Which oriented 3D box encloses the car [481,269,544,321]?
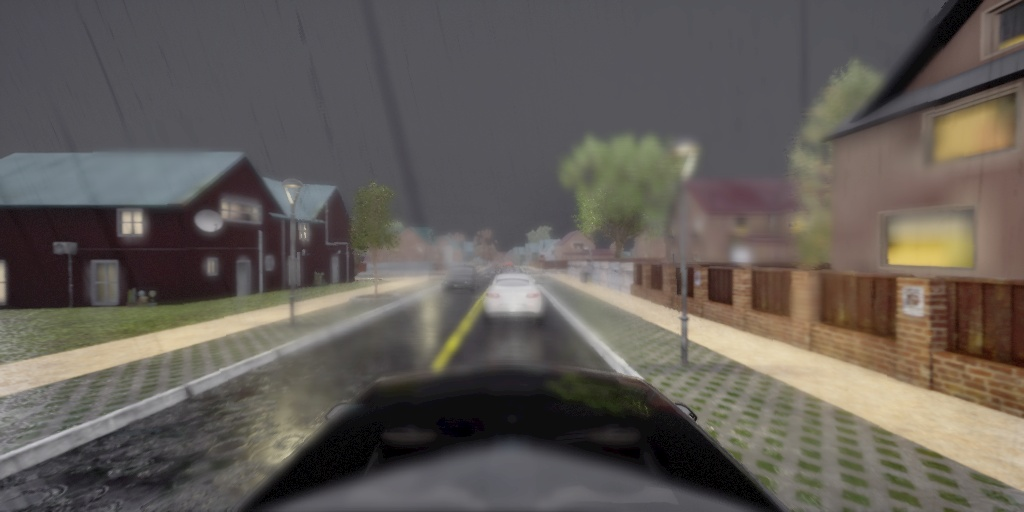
[{"bbox_3d":[0.088,1.350,12.694,1.812,1.442,4.674,0,0,0],"label":"car"}]

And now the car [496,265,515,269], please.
[{"bbox_3d":[0.082,1.529,25.539,1.895,1.301,4.718,0,-1,0],"label":"car"}]

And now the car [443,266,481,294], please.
[{"bbox_3d":[-2.843,1.398,21.493,1.837,1.490,4.892,0,-1,0],"label":"car"}]
